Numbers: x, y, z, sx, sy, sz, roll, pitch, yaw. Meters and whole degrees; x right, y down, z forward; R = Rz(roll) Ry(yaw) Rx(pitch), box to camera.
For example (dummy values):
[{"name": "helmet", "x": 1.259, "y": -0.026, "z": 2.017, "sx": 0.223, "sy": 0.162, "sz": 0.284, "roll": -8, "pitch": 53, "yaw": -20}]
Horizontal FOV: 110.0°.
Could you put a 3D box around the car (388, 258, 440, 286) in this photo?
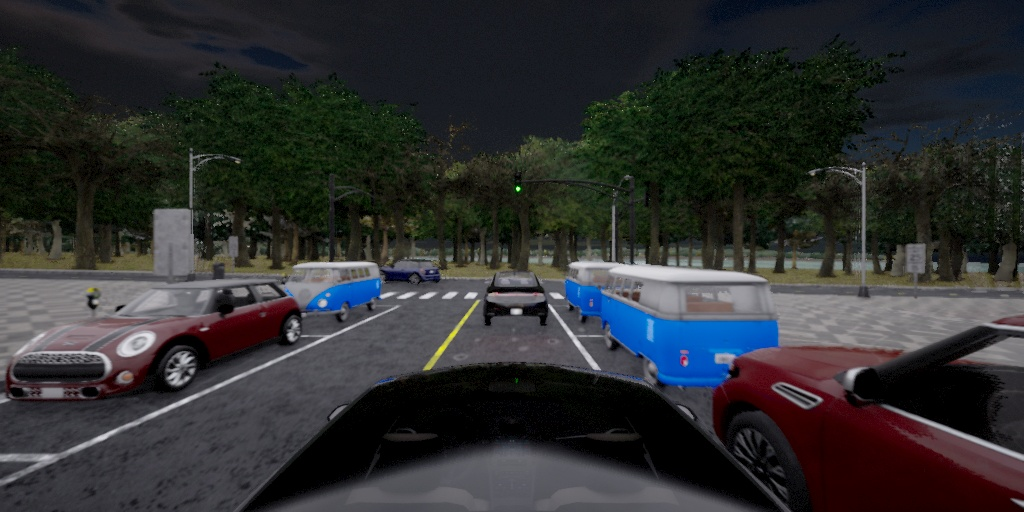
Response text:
[{"name": "car", "x": -7.266, "y": 1.000, "z": 24.875, "sx": 4.553, "sy": 1.767, "sz": 2.097, "roll": 2, "pitch": 1, "yaw": 27}]

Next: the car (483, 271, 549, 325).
[{"name": "car", "x": 0.076, "y": 1.240, "z": 11.812, "sx": 2.128, "sy": 1.511, "sz": 4.902, "roll": 0, "pitch": 0, "yaw": -1}]

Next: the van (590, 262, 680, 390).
[{"name": "van", "x": 2.762, "y": 1.090, "z": 6.491, "sx": 1.690, "sy": 1.789, "sz": 3.998, "roll": 0, "pitch": 0, "yaw": 0}]

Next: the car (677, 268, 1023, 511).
[{"name": "car", "x": 2.762, "y": 1.065, "z": 1.053, "sx": 2.192, "sy": 1.841, "sz": 5.009, "roll": 0, "pitch": 0, "yaw": 0}]

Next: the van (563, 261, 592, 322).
[{"name": "van", "x": 2.762, "y": 1.090, "z": 11.928, "sx": 1.690, "sy": 1.789, "sz": 3.998, "roll": 0, "pitch": 0, "yaw": 0}]

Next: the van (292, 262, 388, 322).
[{"name": "van", "x": -5.763, "y": 1.090, "z": 11.928, "sx": 1.690, "sy": 1.789, "sz": 3.998, "roll": 0, "pitch": 0, "yaw": 0}]

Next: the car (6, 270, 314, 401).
[{"name": "car", "x": -5.763, "y": 1.189, "z": 6.490, "sx": 1.967, "sy": 1.591, "sz": 4.097, "roll": 0, "pitch": 0, "yaw": 0}]
